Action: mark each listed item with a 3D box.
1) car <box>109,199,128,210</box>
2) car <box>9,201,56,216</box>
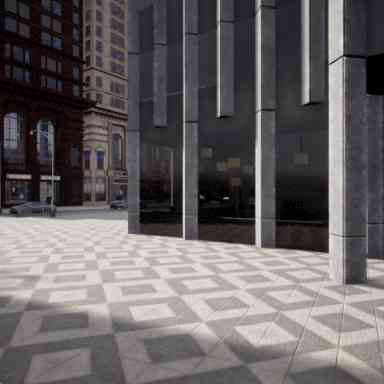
[{"bbox_3d":[-8.363,1.646,44.072,2.033,1.411,5.357,0,0,36],"label":"car"},{"bbox_3d":[-15.956,1.624,33.448,1.994,1.385,4.181,0,0,36],"label":"car"}]
